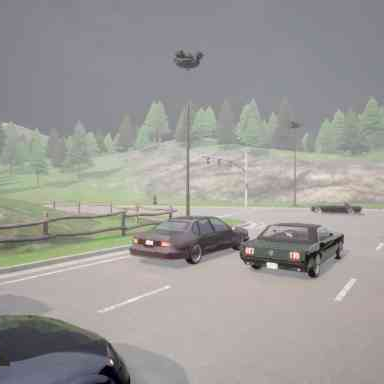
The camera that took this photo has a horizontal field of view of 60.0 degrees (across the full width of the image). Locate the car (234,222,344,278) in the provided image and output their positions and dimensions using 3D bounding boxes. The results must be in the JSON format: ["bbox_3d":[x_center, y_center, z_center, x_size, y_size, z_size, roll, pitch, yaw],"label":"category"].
[{"bbox_3d":[3.342,1.601,10.338,1.895,1.301,4.718,0,0,35],"label":"car"}]

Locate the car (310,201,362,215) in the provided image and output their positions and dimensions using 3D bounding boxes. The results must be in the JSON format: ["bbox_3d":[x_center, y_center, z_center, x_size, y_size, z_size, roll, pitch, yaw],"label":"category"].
[{"bbox_3d":[14.355,1.601,33.329,4.718,1.301,1.895,0,0,24],"label":"car"}]

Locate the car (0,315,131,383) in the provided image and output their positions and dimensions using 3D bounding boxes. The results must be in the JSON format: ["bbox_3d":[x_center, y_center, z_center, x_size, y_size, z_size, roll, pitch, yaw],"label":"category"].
[{"bbox_3d":[-2.365,1.564,2.055,1.994,1.385,4.181,0,0,35],"label":"car"}]

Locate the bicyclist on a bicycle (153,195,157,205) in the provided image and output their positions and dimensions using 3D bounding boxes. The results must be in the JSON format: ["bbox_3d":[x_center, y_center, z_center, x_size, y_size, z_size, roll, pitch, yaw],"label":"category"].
[{"bbox_3d":[-5.794,1.302,51.935,0.582,1.620,1.656,0,0,14],"label":"bicyclist on a bicycle"}]

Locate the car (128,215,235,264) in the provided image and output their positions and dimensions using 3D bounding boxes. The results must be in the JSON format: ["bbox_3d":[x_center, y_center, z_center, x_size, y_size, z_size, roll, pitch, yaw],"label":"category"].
[{"bbox_3d":[0.174,1.547,11.918,2.033,1.411,5.357,0,0,35],"label":"car"}]
